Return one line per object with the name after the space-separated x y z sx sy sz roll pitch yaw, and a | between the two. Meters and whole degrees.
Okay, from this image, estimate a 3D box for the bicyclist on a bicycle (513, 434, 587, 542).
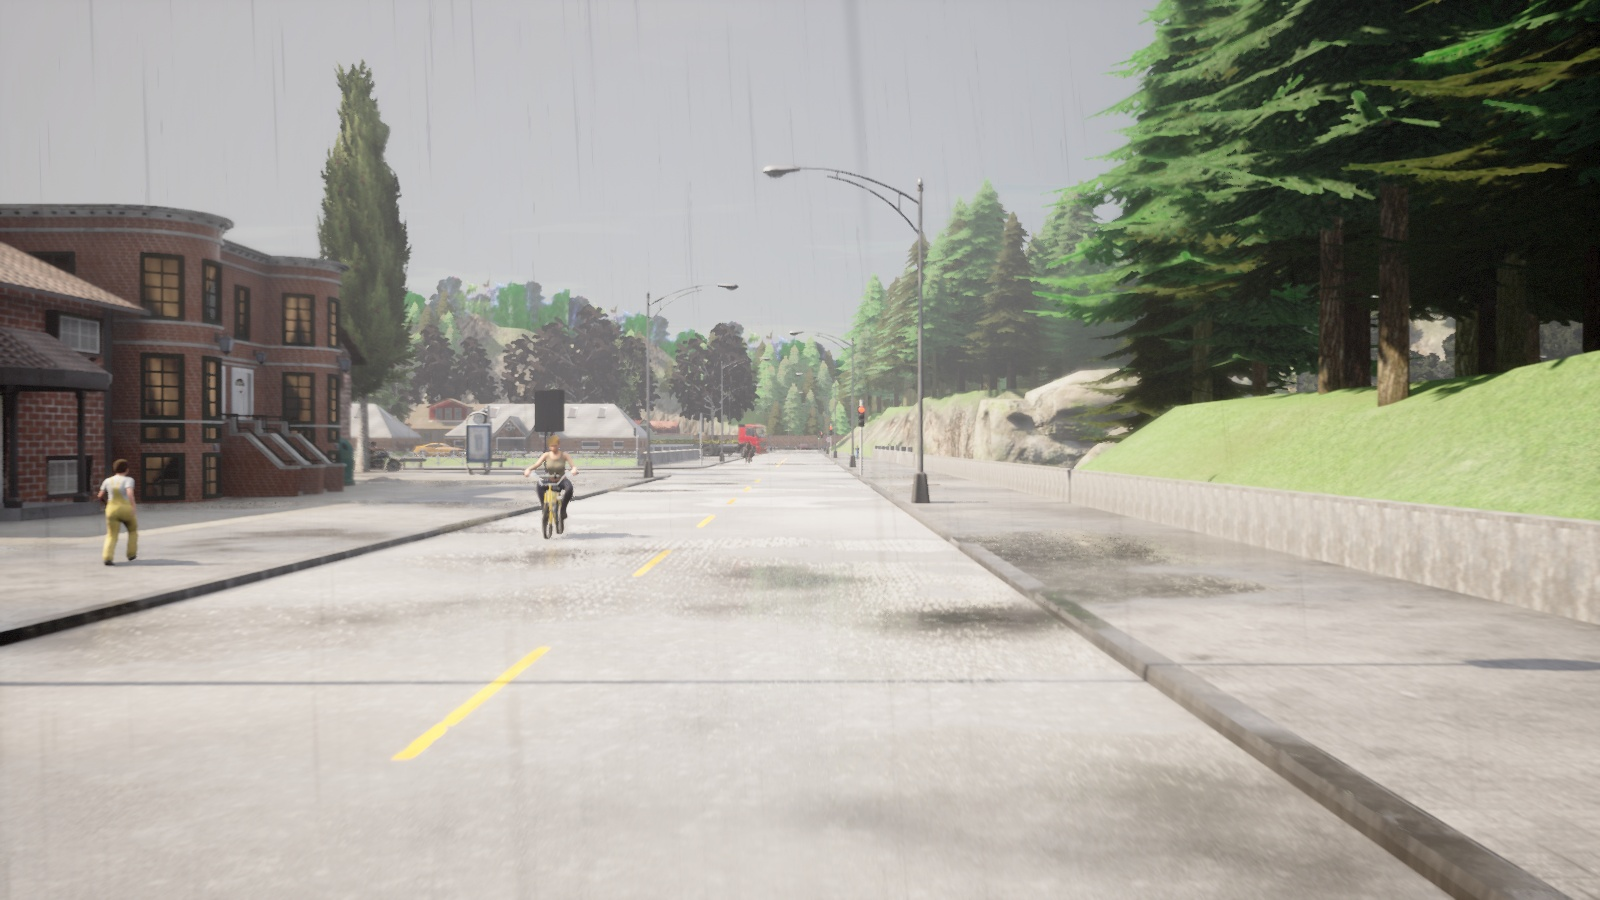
-3.877 0.569 19.582 0.866 1.612 1.509 0 0 0 | bicyclist on a bicycle

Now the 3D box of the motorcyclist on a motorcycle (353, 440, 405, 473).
-21.146 0.324 63.126 2.350 1.649 0.766 0 0 0 | motorcyclist on a motorcycle

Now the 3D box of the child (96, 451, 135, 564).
-7.819 0.649 14.348 0.270 1.263 0.437 0 0 -10 | child
